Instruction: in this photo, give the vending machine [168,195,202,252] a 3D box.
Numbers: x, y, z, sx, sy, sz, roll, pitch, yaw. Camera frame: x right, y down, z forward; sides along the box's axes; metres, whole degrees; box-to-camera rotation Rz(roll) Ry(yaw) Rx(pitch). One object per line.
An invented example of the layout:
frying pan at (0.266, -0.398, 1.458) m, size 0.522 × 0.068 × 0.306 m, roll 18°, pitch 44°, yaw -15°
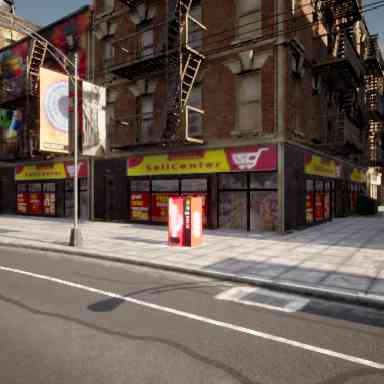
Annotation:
vending machine at (-0.268, 1.195, 13.123) m, size 0.880 × 2.100 × 1.100 m, roll 0°, pitch 0°, yaw 34°
